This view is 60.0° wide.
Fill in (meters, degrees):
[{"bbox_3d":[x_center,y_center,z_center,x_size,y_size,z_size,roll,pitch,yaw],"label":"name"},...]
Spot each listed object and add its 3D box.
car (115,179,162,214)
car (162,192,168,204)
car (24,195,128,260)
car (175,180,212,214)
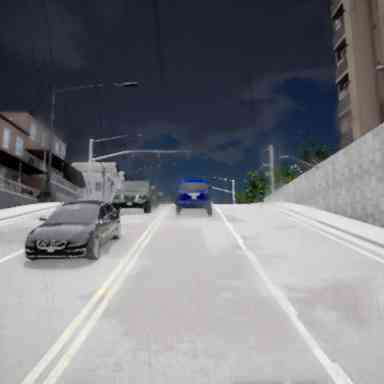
[{"bbox_3d":[-3.528,0.183,21.805,2.150,2.045,5.566,0,3,1],"label":"car"},{"bbox_3d":[-3.512,0.699,34.113,2.033,1.411,5.357,0,-5,0],"label":"car"},{"bbox_3d":[-3.587,1.088,10.850,1.837,1.490,4.892,0,3,0],"label":"car"},{"bbox_3d":[0.108,0.215,21.265,2.150,2.045,5.566,0,4,0],"label":"car"}]
